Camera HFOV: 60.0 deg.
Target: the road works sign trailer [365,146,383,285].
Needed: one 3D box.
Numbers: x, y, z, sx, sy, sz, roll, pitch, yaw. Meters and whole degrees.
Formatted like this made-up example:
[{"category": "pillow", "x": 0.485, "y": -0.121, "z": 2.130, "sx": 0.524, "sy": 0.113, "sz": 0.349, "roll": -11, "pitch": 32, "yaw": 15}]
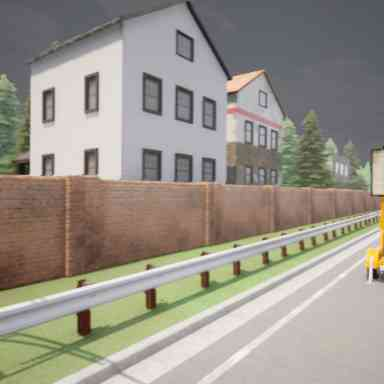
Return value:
[{"category": "road works sign trailer", "x": 6.109, "y": 0.526, "z": 8.811, "sx": 2.380, "sy": 3.560, "sz": 2.880, "roll": 0, "pitch": 0, "yaw": 37}]
